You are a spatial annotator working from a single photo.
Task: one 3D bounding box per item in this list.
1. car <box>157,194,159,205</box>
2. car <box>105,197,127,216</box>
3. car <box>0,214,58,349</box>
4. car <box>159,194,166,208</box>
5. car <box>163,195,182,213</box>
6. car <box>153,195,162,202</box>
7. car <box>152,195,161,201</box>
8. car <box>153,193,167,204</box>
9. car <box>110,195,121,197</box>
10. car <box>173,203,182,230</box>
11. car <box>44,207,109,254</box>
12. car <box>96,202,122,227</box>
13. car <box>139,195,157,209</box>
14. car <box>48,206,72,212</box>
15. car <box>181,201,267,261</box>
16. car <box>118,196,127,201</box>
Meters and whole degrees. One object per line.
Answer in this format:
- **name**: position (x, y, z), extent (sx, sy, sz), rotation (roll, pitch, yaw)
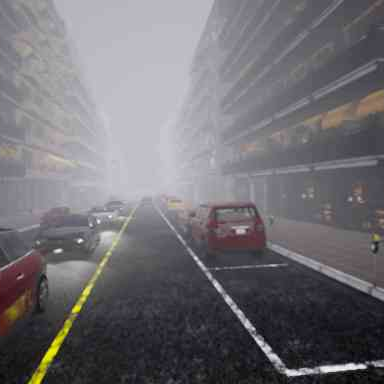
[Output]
- **car**: position (-5.284, 1.219, 57.078), extent (2.192, 1.841, 5.009), rotation (-2, 0, -8)
- **car**: position (-7.645, 1.575, 33.279), extent (1.812, 1.442, 4.674), rotation (-1, 0, -8)
- **car**: position (-3.586, 1.416, 4.529), extent (2.097, 1.767, 4.553), rotation (-1, 0, -8)
- **car**: position (-2.804, 1.257, 43.030), extent (2.097, 1.767, 4.553), rotation (-1, 0, -8)
- **car**: position (-1.808, 1.365, 36.322), extent (1.801, 1.575, 5.366), rotation (-1, 0, -8)
- **car**: position (-7.671, 1.429, 73.904), extent (1.887, 1.381, 4.507), rotation (-2, 0, -8)
- **car**: position (-8.464, 1.442, 79.512), extent (1.947, 1.339, 4.313), rotation (-2, 0, -8)
- **car**: position (-6.083, 1.213, 62.687), extent (2.192, 1.841, 5.009), rotation (-2, 0, -8)
- **car**: position (-13.528, 1.636, 55.845), extent (1.887, 1.381, 4.507), rotation (-2, 0, -8)
- **car**: position (0.318, 1.476, 17.826), extent (1.887, 1.381, 4.507), rotation (-2, 0, -8)
- **car**: position (-4.927, 1.609, 13.921), extent (2.033, 1.411, 5.357), rotation (-1, 0, -8)
- **car**: position (-6.262, 1.657, 23.349), extent (1.895, 1.301, 4.718), rotation (-1, 0, -8)
- **car**: position (-6.045, 1.476, 44.450), extent (1.837, 1.490, 4.892), rotation (-1, 0, -8)
- **car**: position (-8.734, 1.660, 22.197), extent (1.887, 1.381, 4.507), rotation (-2, 0, -8)
- **car**: position (1.107, 1.249, 12.217), extent (2.192, 1.841, 5.009), rotation (-2, 0, -8)
- **car**: position (-17.522, 1.621, 83.886), extent (1.947, 1.339, 4.313), rotation (-2, 0, -8)
